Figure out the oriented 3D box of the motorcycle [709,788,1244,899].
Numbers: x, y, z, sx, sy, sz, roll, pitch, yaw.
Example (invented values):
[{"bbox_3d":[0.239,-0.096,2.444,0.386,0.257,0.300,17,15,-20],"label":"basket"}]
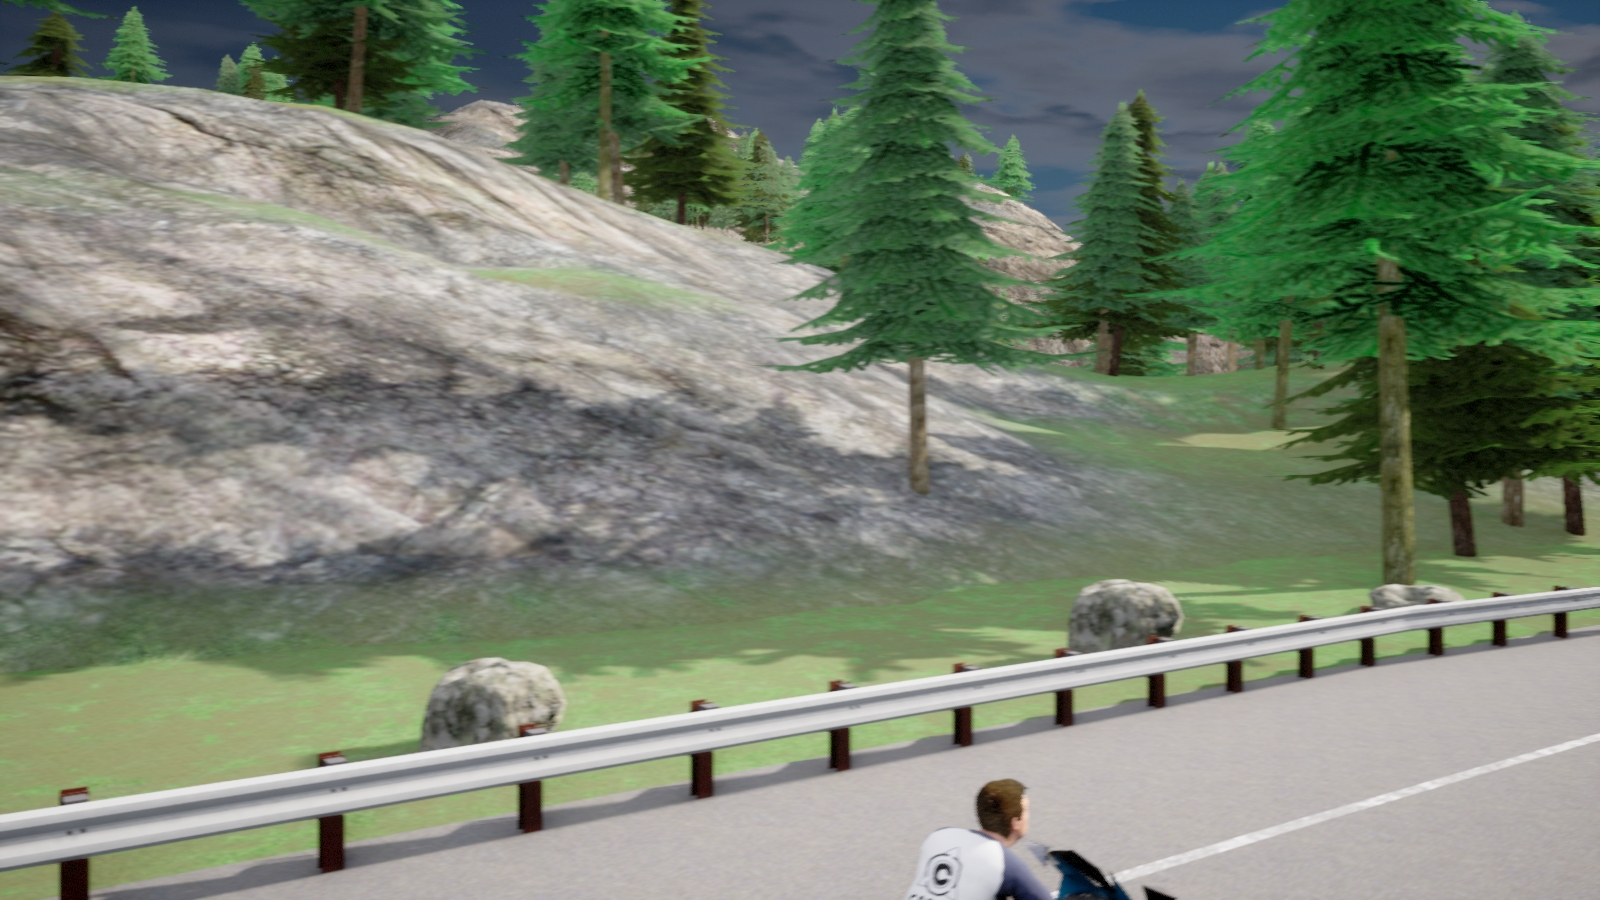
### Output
[{"bbox_3d":[0.733,2.174,4.393,2.033,1.217,0.803,0,0,-34],"label":"motorcycle"}]
